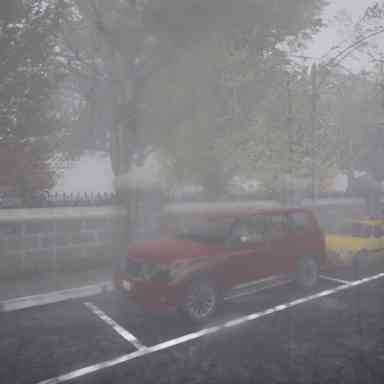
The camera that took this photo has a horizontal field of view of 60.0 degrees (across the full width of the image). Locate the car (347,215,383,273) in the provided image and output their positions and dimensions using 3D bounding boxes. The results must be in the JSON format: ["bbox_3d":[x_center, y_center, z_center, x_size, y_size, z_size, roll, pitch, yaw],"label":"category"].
[{"bbox_3d":[5.263,1.432,10.385,4.829,1.417,1.752,-1,1,-36],"label":"car"}]

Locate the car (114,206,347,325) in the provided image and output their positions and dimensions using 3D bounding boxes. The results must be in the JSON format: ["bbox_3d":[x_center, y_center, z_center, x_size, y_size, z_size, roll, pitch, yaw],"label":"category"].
[{"bbox_3d":[0.911,1.271,7.240,5.009,1.841,2.192,-1,1,-36],"label":"car"}]
